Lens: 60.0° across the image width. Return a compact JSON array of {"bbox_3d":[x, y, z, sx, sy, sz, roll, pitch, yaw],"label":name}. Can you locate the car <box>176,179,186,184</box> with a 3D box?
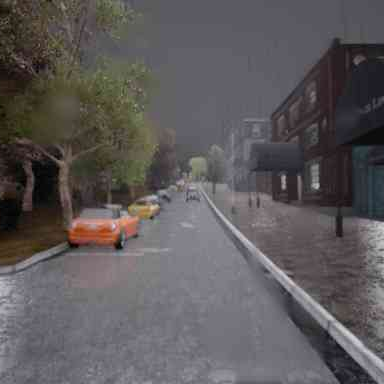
[{"bbox_3d":[-3.652,-2.010,92.621,2.097,1.535,5.008,0,3,2],"label":"car"}]

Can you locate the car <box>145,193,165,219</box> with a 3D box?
[{"bbox_3d":[-3.630,1.172,25.654,1.946,1.575,5.366,1,2,2],"label":"car"}]

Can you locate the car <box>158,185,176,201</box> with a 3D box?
[{"bbox_3d":[-3.654,0.365,42.511,2.185,1.767,4.553,0,3,2],"label":"car"}]

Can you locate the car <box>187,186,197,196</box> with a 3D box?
[{"bbox_3d":[0.000,-0.221,57.943,1.812,1.442,4.674,0,3,0],"label":"car"}]

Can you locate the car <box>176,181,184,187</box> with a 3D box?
[{"bbox_3d":[-3.651,-1.137,75.965,2.163,1.488,4.792,0,3,2],"label":"car"}]

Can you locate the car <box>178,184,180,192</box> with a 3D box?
[{"bbox_3d":[-3.653,-0.055,53.671,2.231,1.521,4.892,0,3,2],"label":"car"}]

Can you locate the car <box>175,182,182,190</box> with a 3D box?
[{"bbox_3d":[-3.645,-0.620,64.991,1.946,1.575,5.366,0,3,2],"label":"car"}]

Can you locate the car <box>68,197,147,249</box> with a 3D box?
[{"bbox_3d":[-3.628,1.304,14.633,2.185,1.767,4.553,2,1,2],"label":"car"}]

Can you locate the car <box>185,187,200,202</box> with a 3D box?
[{"bbox_3d":[0.115,0.491,43.886,2.033,1.411,5.357,0,3,-1],"label":"car"}]

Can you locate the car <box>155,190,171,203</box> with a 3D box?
[{"bbox_3d":[-3.634,0.993,31.391,2.231,1.521,4.892,1,3,2],"label":"car"}]

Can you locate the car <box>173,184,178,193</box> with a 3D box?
[{"bbox_3d":[-3.654,0.093,48.075,2.185,1.767,4.553,0,3,2],"label":"car"}]
